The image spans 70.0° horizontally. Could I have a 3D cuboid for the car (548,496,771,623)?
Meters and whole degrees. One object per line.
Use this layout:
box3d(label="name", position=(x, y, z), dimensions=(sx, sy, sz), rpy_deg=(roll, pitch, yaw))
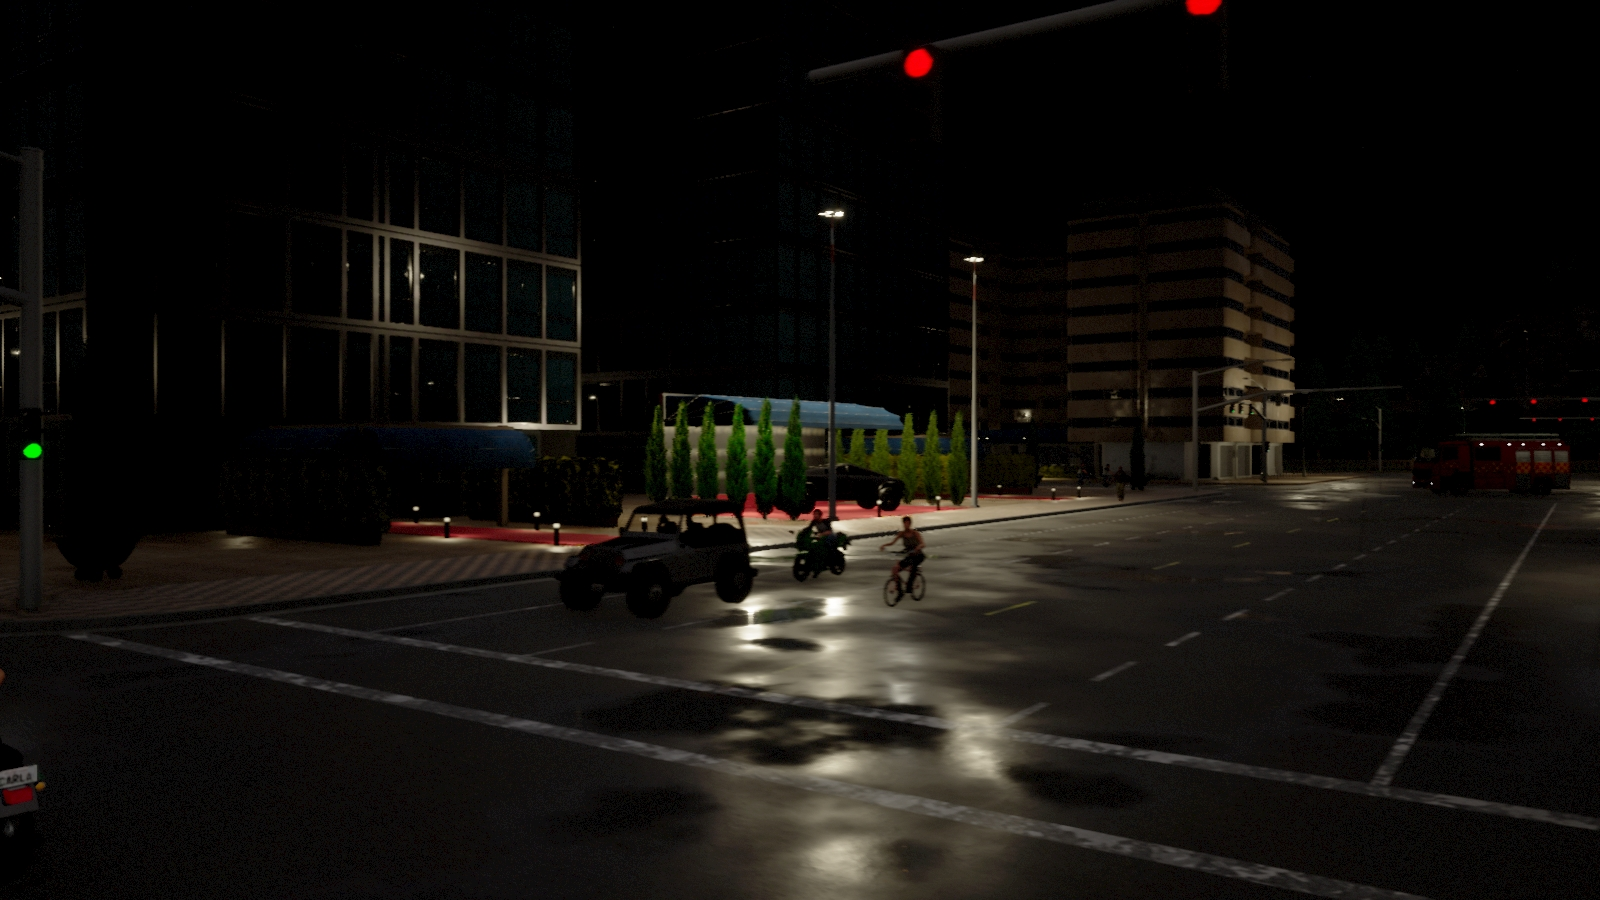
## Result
box3d(label="car", position=(-2.432, 1.863, 20.599), dimensions=(1.905, 1.878, 3.866), rpy_deg=(0, 0, 35))

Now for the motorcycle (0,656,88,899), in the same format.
box3d(label="motorcycle", position=(-5.888, 2.158, 7.911), dimensions=(2.356, 1.307, 0.764), rpy_deg=(0, 0, 35))

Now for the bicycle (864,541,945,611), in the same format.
box3d(label="bicycle", position=(1.910, 2.261, 20.760), dimensions=(0.859, 1.080, 1.487), rpy_deg=(0, 0, 34))
